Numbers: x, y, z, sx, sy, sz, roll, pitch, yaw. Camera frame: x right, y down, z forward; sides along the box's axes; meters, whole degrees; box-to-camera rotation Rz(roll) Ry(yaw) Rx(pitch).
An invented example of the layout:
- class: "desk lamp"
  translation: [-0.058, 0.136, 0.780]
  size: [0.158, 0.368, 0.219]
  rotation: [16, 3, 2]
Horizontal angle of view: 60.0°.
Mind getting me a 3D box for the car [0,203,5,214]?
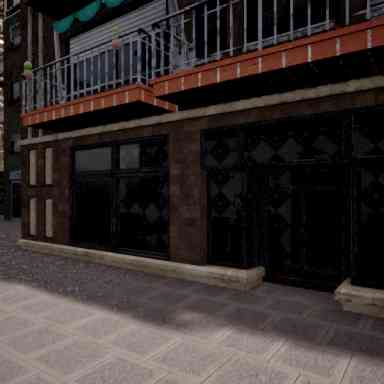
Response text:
- class: "car"
  translation: [-19.409, 1.320, 30.057]
  size: [1.967, 1.590, 4.097]
  rotation: [0, 1, 36]
